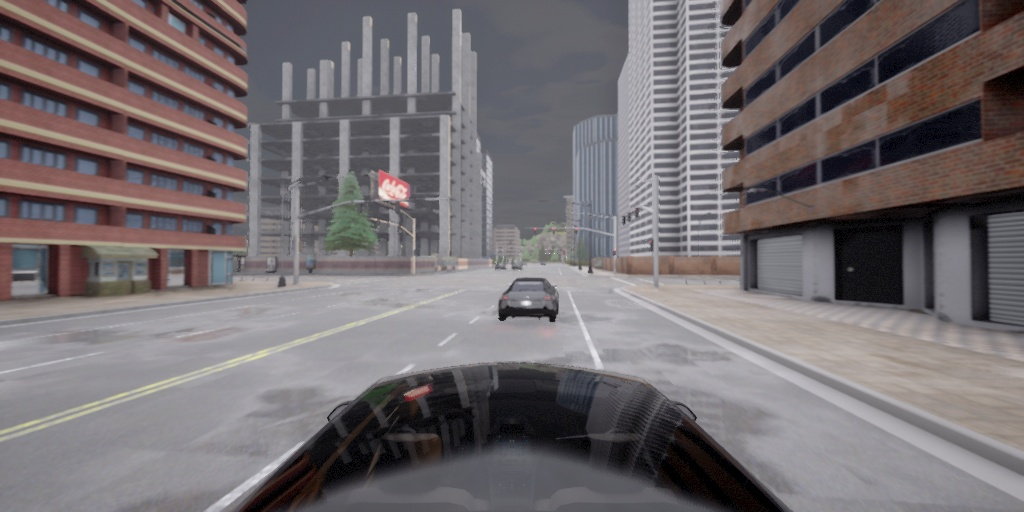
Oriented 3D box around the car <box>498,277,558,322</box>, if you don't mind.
[{"bbox_3d":[0.705,1.474,13.227,1.994,1.385,4.181,0,-1,7],"label":"car"}]
